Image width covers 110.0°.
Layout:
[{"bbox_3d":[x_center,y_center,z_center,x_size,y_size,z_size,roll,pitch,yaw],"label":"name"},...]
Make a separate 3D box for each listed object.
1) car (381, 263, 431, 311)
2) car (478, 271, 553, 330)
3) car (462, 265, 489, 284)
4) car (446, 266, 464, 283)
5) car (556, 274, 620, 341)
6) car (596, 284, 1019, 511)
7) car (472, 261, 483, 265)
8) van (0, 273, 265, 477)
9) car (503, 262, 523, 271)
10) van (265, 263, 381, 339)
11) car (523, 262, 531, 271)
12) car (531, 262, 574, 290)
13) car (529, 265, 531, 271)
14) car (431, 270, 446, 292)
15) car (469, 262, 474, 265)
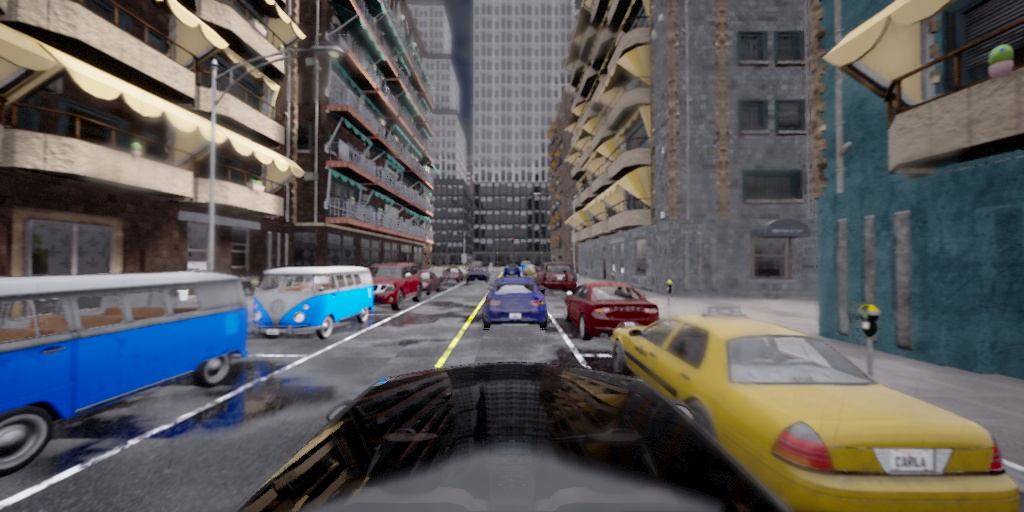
[{"bbox_3d":[-5.343,1.229,15.702,2.192,1.841,5.009,0,0,0],"label":"car"},{"bbox_3d":[0.086,1.391,11.515,1.812,1.442,4.674,0,0,0],"label":"car"},{"bbox_3d":[-2.927,1.707,31.733,1.895,1.301,4.718,0,-1,0],"label":"car"},{"bbox_3d":[-5.395,1.698,32.622,1.802,1.307,4.207,0,0,0],"label":"car"},{"bbox_3d":[2.554,1.394,10.087,1.888,1.381,4.507,0,0,0],"label":"car"},{"bbox_3d":[2.571,1.308,4.617,1.751,1.417,4.829,0,0,0],"label":"car"},{"bbox_3d":[-5.463,1.709,55.183,2.192,1.841,5.009,0,0,0],"label":"car"},{"bbox_3d":[-5.309,1.121,4.422,1.690,1.789,3.998,0,0,0],"label":"van"},{"bbox_3d":[-0.008,1.702,41.401,1.882,1.535,5.008,0,-1,0],"label":"car"},{"bbox_3d":[-5.326,1.188,10.062,1.690,1.789,3.998,0,0,0],"label":"van"},{"bbox_3d":[2.451,1.781,44.096,1.751,1.417,4.829,0,0,0],"label":"car"},{"bbox_3d":[2.520,1.298,21.367,2.192,1.841,5.009,0,0,0],"label":"car"},{"bbox_3d":[2.502,1.576,27.177,1.751,1.417,4.829,0,0,0],"label":"car"},{"bbox_3d":[-5.360,1.563,21.343,1.802,1.307,4.207,0,0,0],"label":"car"},{"bbox_3d":[-5.411,1.710,38.092,1.751,1.417,4.829,0,0,0],"label":"car"}]
